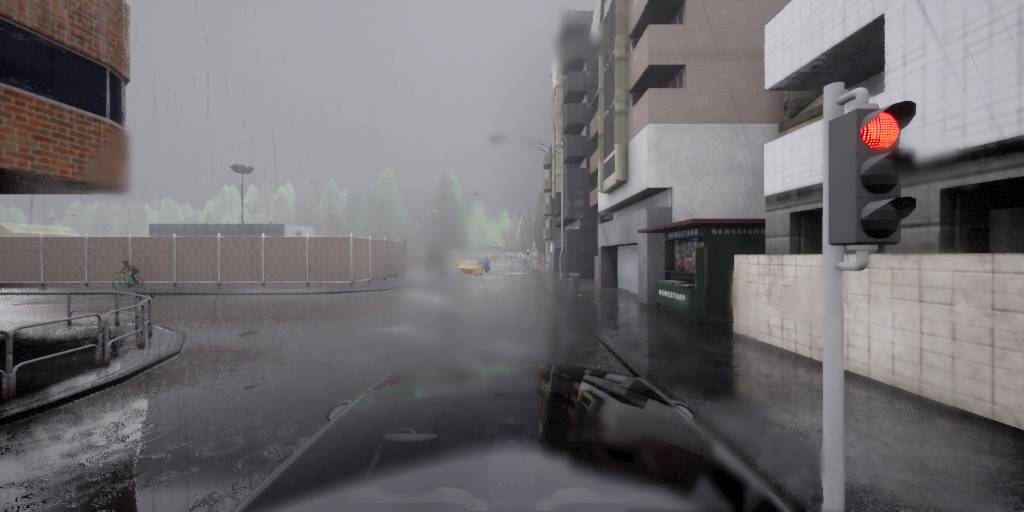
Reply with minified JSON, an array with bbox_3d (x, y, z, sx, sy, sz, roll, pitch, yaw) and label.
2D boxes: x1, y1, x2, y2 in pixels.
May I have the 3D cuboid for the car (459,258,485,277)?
[{"bbox_3d":[-4.110,1.228,35.826,1.882,1.535,5.008,0,0,0],"label":"car"}]

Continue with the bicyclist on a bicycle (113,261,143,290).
[{"bbox_3d":[-22.180,1.099,20.731,0.582,1.620,1.656,0,0,0],"label":"bicyclist on a bicycle"}]

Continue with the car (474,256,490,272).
[{"bbox_3d":[-4.079,0.971,46.527,2.150,2.045,5.566,0,0,0],"label":"car"}]
